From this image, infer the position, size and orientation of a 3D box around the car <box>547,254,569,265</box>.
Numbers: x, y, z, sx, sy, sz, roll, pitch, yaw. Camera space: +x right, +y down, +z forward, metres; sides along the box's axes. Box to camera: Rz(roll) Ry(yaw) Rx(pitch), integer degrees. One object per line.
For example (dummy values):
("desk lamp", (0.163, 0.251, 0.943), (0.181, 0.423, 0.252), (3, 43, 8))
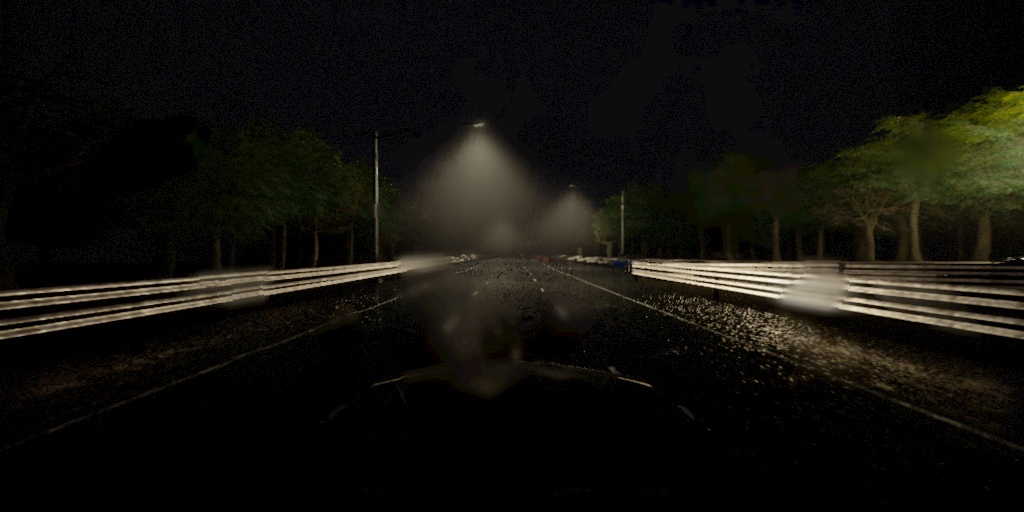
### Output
("car", (7.585, 0.641, 57.507), (2.033, 1.411, 5.357), (0, 1, -7))

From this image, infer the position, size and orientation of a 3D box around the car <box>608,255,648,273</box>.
("car", (11.879, 0.700, 37.015), (2.097, 1.767, 4.553), (0, 1, -18))

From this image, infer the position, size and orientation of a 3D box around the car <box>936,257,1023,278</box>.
("car", (21.704, 0.763, 15.192), (1.837, 1.490, 4.892), (0, -1, -32))
